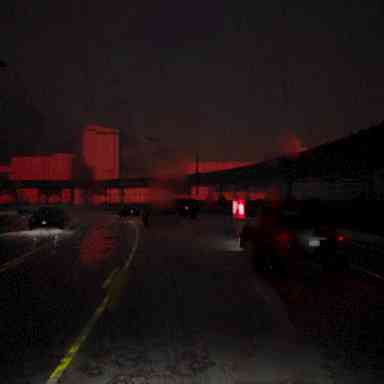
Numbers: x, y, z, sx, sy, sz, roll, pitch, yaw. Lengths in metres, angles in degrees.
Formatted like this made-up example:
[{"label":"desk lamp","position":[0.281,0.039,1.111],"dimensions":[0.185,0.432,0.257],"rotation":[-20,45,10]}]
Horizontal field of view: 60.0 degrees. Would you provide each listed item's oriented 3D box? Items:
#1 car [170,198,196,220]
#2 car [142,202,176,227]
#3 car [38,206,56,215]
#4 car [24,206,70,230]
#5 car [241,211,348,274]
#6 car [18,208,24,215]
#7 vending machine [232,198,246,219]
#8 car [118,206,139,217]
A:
[{"label":"car","position":[-1.272,1.693,33.476],"dimensions":[2.150,2.045,5.566],"rotation":[1,-2,-17]},{"label":"car","position":[-2.669,1.701,24.943],"dimensions":[1.882,1.535,5.008],"rotation":[0,-2,-12]},{"label":"car","position":[-26.168,3.264,59.961],"dimensions":[1.882,1.535,5.008],"rotation":[1,-3,-38]},{"label":"car","position":[-9.427,1.723,22.205],"dimensions":[1.994,1.385,4.181],"rotation":[0,-1,-13]},{"label":"car","position":[3.039,1.376,10.842],"dimensions":[2.097,1.767,4.553],"rotation":[0,0,-5]},{"label":"car","position":[-28.437,3.308,57.219],"dimensions":[1.895,1.301,4.718],"rotation":[1,-3,-37]},{"label":"vending machine","position":[4.799,1.662,33.872],"dimensions":[1.100,2.100,0.880],"rotation":[1,-2,-16]},{"label":"car","position":[-7.992,2.408,41.858],"dimensions":[1.994,1.385,4.181],"rotation":[1,-3,-22]}]
